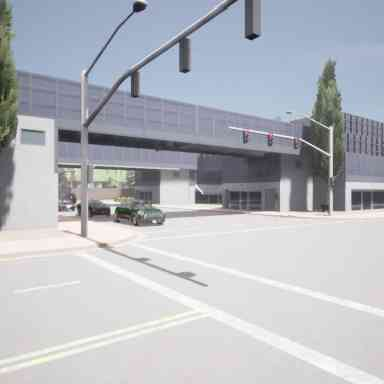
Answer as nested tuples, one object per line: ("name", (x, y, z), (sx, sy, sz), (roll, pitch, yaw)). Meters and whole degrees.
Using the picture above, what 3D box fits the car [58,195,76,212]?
("car", (-15.294, 1.492, 39.387), (2.128, 1.511, 4.902), (0, 0, -36))

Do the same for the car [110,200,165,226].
("car", (-3.771, 1.352, 23.552), (2.097, 1.767, 4.553), (0, 0, -36))

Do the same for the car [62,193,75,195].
("car", (-23.666, 1.219, 63.092), (2.150, 2.045, 5.566), (0, 0, -36))

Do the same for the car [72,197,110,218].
("car", (-9.220, 1.478, 31.038), (1.882, 1.535, 5.008), (0, 0, -36))
